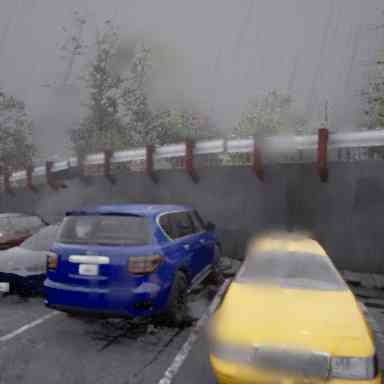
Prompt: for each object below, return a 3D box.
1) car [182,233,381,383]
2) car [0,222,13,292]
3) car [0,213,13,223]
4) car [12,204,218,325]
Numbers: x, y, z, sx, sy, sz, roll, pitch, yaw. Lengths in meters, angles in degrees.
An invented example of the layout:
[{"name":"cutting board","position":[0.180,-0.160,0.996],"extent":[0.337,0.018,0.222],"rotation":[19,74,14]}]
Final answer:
[{"name":"car","position":[1.589,1.499,5.527],"extent":[1.946,1.575,5.366],"rotation":[0,-1,16]},{"name":"car","position":[-3.291,1.595,9.191],"extent":[2.163,1.488,4.792],"rotation":[0,-1,16]},{"name":"car","position":[-5.751,1.470,10.953],"extent":[2.185,1.767,4.553],"rotation":[-1,-1,16]},{"name":"car","position":[-0.817,1.285,7.497],"extent":[2.435,2.045,5.566],"rotation":[-1,-1,15]}]
